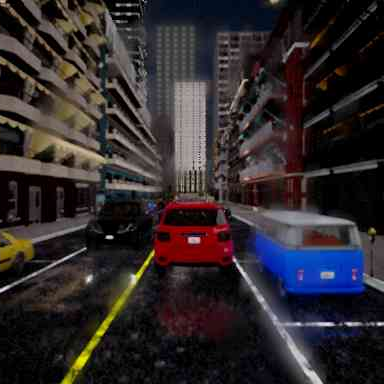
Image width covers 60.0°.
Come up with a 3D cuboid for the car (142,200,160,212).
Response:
[{"bbox_3d":[-5.720,1.931,47.101,1.967,1.590,4.097,-1,-1,0],"label":"car"}]

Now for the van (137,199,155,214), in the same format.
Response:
[{"bbox_3d":[-5.719,1.773,41.579,1.690,1.788,3.998,0,-1,0],"label":"van"}]

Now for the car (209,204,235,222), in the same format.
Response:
[{"bbox_3d":[2.669,1.868,30.521,2.008,1.369,4.403,-1,-1,0],"label":"car"}]

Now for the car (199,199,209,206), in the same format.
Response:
[{"bbox_3d":[2.650,2.332,74.705,1.887,1.381,4.507,-1,-1,0],"label":"car"}]

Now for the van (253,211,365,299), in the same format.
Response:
[{"bbox_3d":[2.676,1.429,8.431,1.690,1.788,3.998,-1,-1,0],"label":"van"}]

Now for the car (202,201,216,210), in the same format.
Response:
[{"bbox_3d":[2.659,2.101,52.614,2.008,1.369,4.403,-1,-1,0],"label":"car"}]

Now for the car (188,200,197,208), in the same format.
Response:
[{"bbox_3d":[0.073,2.195,63.841,1.812,1.442,4.674,0,-1,0],"label":"car"}]

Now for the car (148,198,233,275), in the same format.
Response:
[{"bbox_3d":[0.041,1.336,11.052,2.150,2.045,5.566,0,-1,0],"label":"car"}]

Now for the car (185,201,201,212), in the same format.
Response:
[{"bbox_3d":[0.082,1.974,46.478,2.128,1.511,4.902,0,-1,0],"label":"car"}]

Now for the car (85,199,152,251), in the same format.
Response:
[{"bbox_3d":[-3.107,1.380,15.296,2.150,2.045,5.566,0,-1,0],"label":"car"}]

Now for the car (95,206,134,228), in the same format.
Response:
[{"bbox_3d":[-5.709,1.825,25.007,1.947,1.339,4.313,0,-1,0],"label":"car"}]

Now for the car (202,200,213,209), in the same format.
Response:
[{"bbox_3d":[2.657,2.136,58.307,1.752,1.417,4.829,-1,-1,0],"label":"car"}]

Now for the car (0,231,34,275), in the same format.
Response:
[{"bbox_3d":[-5.703,1.611,8.268,1.752,1.417,4.829,0,-1,0],"label":"car"}]

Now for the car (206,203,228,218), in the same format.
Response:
[{"bbox_3d":[2.666,1.926,36.044,2.008,1.369,4.403,-1,-1,0],"label":"car"}]

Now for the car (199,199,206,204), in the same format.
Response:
[{"bbox_3d":[2.646,2.434,85.922,1.752,1.417,4.829,-1,-1,0],"label":"car"}]

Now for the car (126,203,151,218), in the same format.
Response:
[{"bbox_3d":[-5.715,1.919,36.054,1.887,1.381,4.507,0,-1,0],"label":"car"}]

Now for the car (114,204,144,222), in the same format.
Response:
[{"bbox_3d":[-5.712,1.861,30.531,1.887,1.381,4.507,0,-1,0],"label":"car"}]

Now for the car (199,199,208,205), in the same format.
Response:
[{"bbox_3d":[2.648,2.398,80.228,2.008,1.369,4.403,-1,-1,0],"label":"car"}]
